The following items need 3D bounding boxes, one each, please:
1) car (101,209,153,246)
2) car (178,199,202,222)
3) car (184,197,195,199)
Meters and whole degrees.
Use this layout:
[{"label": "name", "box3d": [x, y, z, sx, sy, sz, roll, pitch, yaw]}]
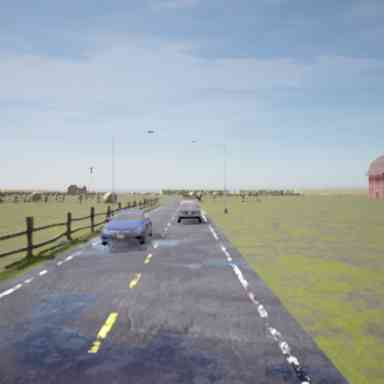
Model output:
[{"label": "car", "box3d": [-2.909, 1.557, 15.737, 1.812, 1.442, 4.674, 0, 0, -1]}, {"label": "car", "box3d": [-0.171, 1.567, 26.492, 2.033, 1.411, 5.357, 0, 0, 0]}, {"label": "car", "box3d": [-0.370, 1.380, 43.260, 2.097, 1.767, 4.553, 0, 0, 0]}]
